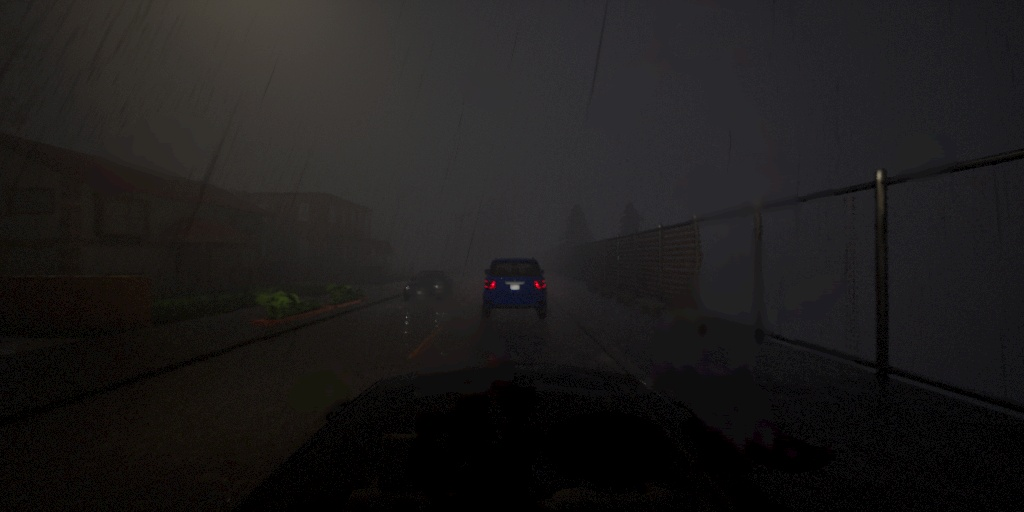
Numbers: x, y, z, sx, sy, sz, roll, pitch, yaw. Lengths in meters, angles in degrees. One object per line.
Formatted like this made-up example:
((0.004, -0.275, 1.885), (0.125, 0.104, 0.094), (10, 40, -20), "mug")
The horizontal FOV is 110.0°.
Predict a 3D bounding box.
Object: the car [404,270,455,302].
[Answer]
((-4.098, 1.453, 18.534), (1.812, 1.442, 4.674), (0, -1, 0), "car")

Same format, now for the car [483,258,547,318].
((0.097, 1.099, 13.858), (2.150, 2.045, 5.566), (0, -1, 0), "car")
